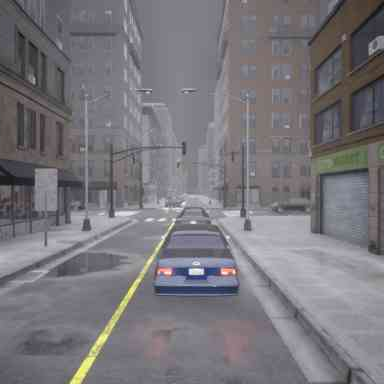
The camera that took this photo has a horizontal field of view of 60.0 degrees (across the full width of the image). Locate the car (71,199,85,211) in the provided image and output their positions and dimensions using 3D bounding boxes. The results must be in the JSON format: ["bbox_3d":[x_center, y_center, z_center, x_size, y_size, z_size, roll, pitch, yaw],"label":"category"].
[{"bbox_3d":[-14.698,1.539,39.244,4.313,1.339,1.947,0,0,0],"label":"car"}]

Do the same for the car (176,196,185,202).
[{"bbox_3d":[-2.655,1.599,78.845,1.895,1.301,4.718,0,0,0],"label":"car"}]

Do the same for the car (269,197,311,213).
[{"bbox_3d":[10.885,1.353,36.641,4.553,1.767,2.097,0,0,0],"label":"car"}]

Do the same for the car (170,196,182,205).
[{"bbox_3d":[-2.759,1.526,58.528,1.812,1.442,4.674,0,0,0],"label":"car"}]

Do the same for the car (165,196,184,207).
[{"bbox_3d":[-2.811,1.351,49.799,2.097,1.767,4.553,0,0,1],"label":"car"}]

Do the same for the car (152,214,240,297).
[{"bbox_3d":[0.093,1.547,8.768,2.033,1.411,5.357,0,0,0],"label":"car"}]

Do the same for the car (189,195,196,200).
[{"bbox_3d":[0.110,1.530,91.501,1.812,1.442,4.674,0,0,0],"label":"car"}]

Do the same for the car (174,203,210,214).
[{"bbox_3d":[0.085,1.563,19.315,1.994,1.385,4.181,0,0,1],"label":"car"}]
